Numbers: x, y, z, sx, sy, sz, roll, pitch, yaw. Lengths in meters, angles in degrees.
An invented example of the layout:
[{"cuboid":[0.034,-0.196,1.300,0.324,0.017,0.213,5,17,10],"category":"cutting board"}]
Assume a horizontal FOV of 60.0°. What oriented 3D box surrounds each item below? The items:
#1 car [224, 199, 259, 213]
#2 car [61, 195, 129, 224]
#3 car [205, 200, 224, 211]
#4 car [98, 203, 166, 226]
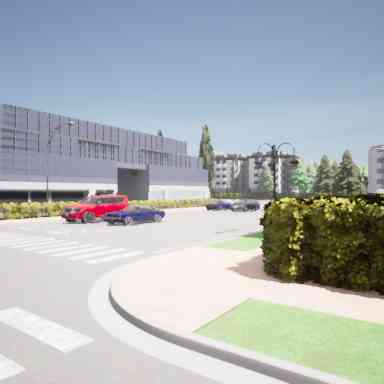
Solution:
[{"cuboid":[6.142,1.537,38.490,2.128,1.511,4.902,0,0,35],"category":"car"},{"cuboid":[-7.207,1.273,25.660,2.150,2.045,5.566,0,0,35],"category":"car"},{"cuboid":[3.561,1.653,40.884,1.895,1.301,4.718,0,0,35],"category":"car"},{"cuboid":[-4.077,1.647,24.024,1.895,1.301,4.718,0,0,35],"category":"car"}]
